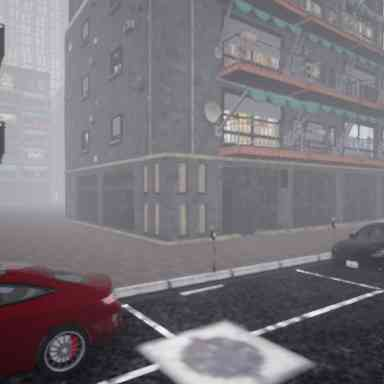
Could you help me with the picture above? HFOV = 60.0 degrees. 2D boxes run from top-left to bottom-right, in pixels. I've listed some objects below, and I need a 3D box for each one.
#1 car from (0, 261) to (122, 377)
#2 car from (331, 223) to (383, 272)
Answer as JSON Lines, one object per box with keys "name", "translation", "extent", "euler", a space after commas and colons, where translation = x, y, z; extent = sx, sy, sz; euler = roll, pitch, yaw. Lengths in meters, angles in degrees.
{"name": "car", "translation": [-2.941, 1.580, 4.011], "extent": [4.206, 1.307, 1.802], "euler": [1, -1, -36]}
{"name": "car", "translation": [6.256, 1.671, 10.580], "extent": [4.313, 1.339, 1.947], "euler": [1, -1, -36]}
